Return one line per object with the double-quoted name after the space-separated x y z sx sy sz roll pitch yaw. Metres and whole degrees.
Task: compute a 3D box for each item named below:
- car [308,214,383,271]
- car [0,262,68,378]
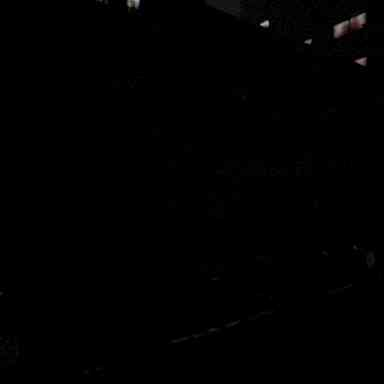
5.486 1.428 10.450 4.507 1.381 1.887 -1 0 -35 "car"
-3.786 1.562 3.873 4.403 1.369 2.008 -1 0 -35 "car"
